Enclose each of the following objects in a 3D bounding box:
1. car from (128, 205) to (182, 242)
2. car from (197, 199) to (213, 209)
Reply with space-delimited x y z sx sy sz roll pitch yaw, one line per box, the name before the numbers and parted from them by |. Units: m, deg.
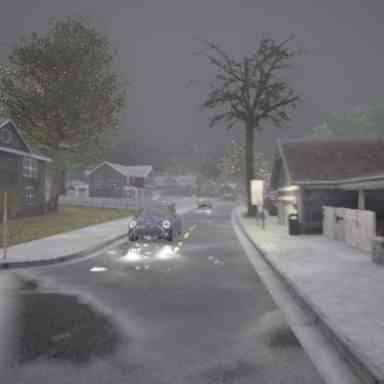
car | -1.774 1.481 17.099 2.097 1.767 4.553 -1 -1 5
car | 2.049 1.819 50.498 1.994 1.385 4.181 -1 -1 9
